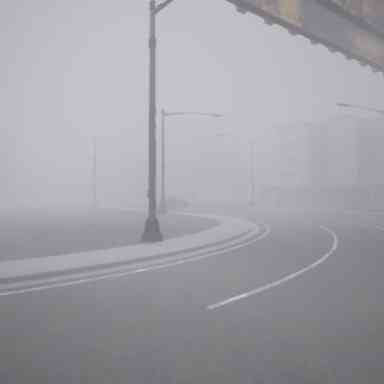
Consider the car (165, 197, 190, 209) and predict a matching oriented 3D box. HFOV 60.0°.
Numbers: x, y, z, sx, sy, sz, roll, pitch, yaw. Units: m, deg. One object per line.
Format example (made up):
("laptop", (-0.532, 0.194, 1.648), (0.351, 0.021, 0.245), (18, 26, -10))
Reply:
("car", (-2.178, 1.481, 48.279), (2.097, 1.767, 4.553), (0, 0, -36))
